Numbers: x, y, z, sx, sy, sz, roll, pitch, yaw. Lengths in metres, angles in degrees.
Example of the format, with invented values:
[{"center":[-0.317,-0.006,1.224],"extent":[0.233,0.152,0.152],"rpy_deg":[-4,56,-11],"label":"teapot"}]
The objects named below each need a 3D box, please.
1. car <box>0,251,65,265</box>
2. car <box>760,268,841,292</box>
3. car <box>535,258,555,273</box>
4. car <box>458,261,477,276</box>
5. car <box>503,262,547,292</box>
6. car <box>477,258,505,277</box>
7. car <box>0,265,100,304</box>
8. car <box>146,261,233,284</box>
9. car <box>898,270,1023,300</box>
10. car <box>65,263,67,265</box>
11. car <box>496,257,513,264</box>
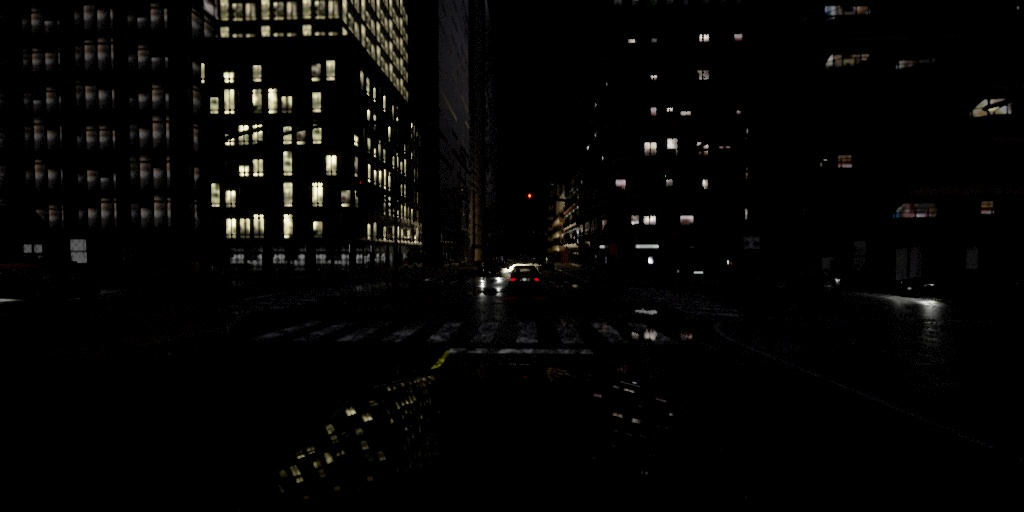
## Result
[{"center":[-26.394,0.765,17.824],"extent":[5.566,2.045,2.150],"rpy_deg":[1,1,3],"label":"car"},{"center":[16.991,1.358,21.497],"extent":[4.403,1.370,2.007],"rpy_deg":[0,0,3],"label":"car"},{"center":[4.102,1.257,42.435],"extent":[2.007,1.370,4.403],"rpy_deg":[0,0,2],"label":"car"},{"center":[-4.478,1.239,36.910],"extent":[1.751,1.417,4.829],"rpy_deg":[0,0,2],"label":"car"},{"center":[0.757,1.276,21.090],"extent":[2.033,1.411,5.357],"rpy_deg":[0,0,2],"label":"car"},{"center":[-1.955,1.217,34.906],"extent":[1.837,1.490,4.892],"rpy_deg":[0,1,2],"label":"car"},{"center":[-19.858,1.197,14.957],"extent":[4.403,1.370,2.007],"rpy_deg":[0,0,3],"label":"car"},{"center":[-20.943,1.015,23.334],"extent":[4.829,1.417,1.751],"rpy_deg":[0,0,3],"label":"car"},{"center":[23.079,1.429,18.594],"extent":[4.674,1.442,1.812],"rpy_deg":[0,1,3],"label":"car"},{"center":[-32.876,0.700,23.960],"extent":[5.009,1.841,2.192],"rpy_deg":[0,0,3],"label":"car"},{"center":[-1.364,1.262,51.324],"extent":[1.994,1.385,4.181],"rpy_deg":[0,0,2],"label":"car"}]
